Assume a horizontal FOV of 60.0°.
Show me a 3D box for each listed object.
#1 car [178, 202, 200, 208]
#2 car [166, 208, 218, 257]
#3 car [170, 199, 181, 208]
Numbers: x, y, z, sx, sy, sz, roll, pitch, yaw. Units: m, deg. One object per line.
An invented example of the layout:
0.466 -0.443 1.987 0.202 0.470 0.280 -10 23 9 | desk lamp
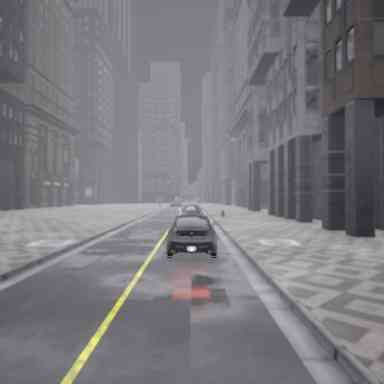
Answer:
-0.010 1.841 28.903 1.812 1.442 4.674 0 0 1 | car
0.006 1.647 13.507 1.837 1.490 4.892 0 0 0 | car
-3.104 2.237 65.414 2.097 1.767 4.553 0 -1 0 | car
